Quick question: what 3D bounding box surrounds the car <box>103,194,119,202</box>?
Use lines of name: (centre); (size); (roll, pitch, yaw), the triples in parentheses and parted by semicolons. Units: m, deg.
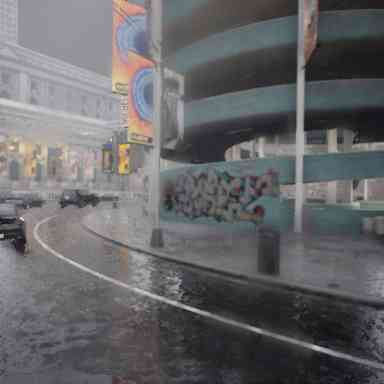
car: (-13.662, 0.925, 51.779); (1.895, 1.301, 4.718); (1, 1, 31)

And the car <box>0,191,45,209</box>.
car: (-15.879, 0.966, 31.990); (2.128, 1.511, 4.902); (1, 1, 1)

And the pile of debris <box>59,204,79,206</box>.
pile of debris: (-14.922, 1.586, 40.408); (1.500, 0.140, 1.860); (1, 1, 15)

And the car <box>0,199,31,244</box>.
car: (-8.009, 1.263, 13.765); (1.837, 1.490, 4.892); (0, 1, -31)

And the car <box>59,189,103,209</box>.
car: (-12.089, 0.715, 35.957); (2.150, 2.045, 5.566); (1, 0, 9)
